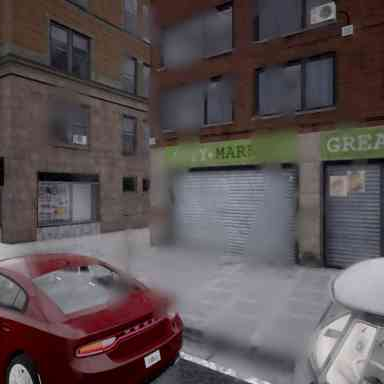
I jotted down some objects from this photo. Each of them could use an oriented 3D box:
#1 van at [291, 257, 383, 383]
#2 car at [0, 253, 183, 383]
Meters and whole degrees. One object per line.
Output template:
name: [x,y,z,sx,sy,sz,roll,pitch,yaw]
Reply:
van: [2.398,1.341,1.367,3.998,1.788,1.690,0,0,35]
car: [-2.211,1.544,4.653,4.507,1.381,1.887,0,0,35]
